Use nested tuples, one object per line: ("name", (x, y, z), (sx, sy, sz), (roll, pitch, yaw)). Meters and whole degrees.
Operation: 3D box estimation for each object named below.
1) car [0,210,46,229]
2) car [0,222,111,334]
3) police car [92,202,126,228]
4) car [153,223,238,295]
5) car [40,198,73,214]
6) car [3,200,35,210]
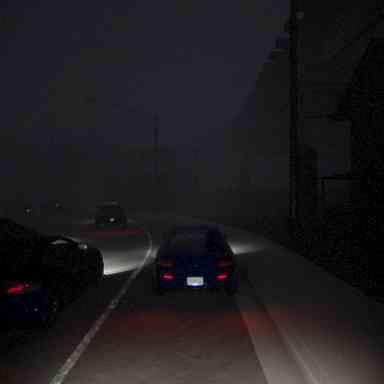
("car", (-6.913, 1.560, 11.297), (1.812, 1.442, 4.674), (0, 0, -3))
("car", (-3.259, 1.583, 6.894), (1.994, 1.385, 4.181), (0, 0, 0))
("police car", (-5.579, 1.468, 22.304), (1.930, 1.638, 5.238), (0, 0, -18))
("car", (0.077, 1.535, 8.634), (1.812, 1.442, 4.674), (0, 0, 0))
("car", (-15.033, 1.442, 36.745), (4.553, 1.767, 2.097), (0, 0, 44))
("car", (-18.259, 1.603, 35.054), (4.892, 1.490, 1.837), (0, -1, 42))
